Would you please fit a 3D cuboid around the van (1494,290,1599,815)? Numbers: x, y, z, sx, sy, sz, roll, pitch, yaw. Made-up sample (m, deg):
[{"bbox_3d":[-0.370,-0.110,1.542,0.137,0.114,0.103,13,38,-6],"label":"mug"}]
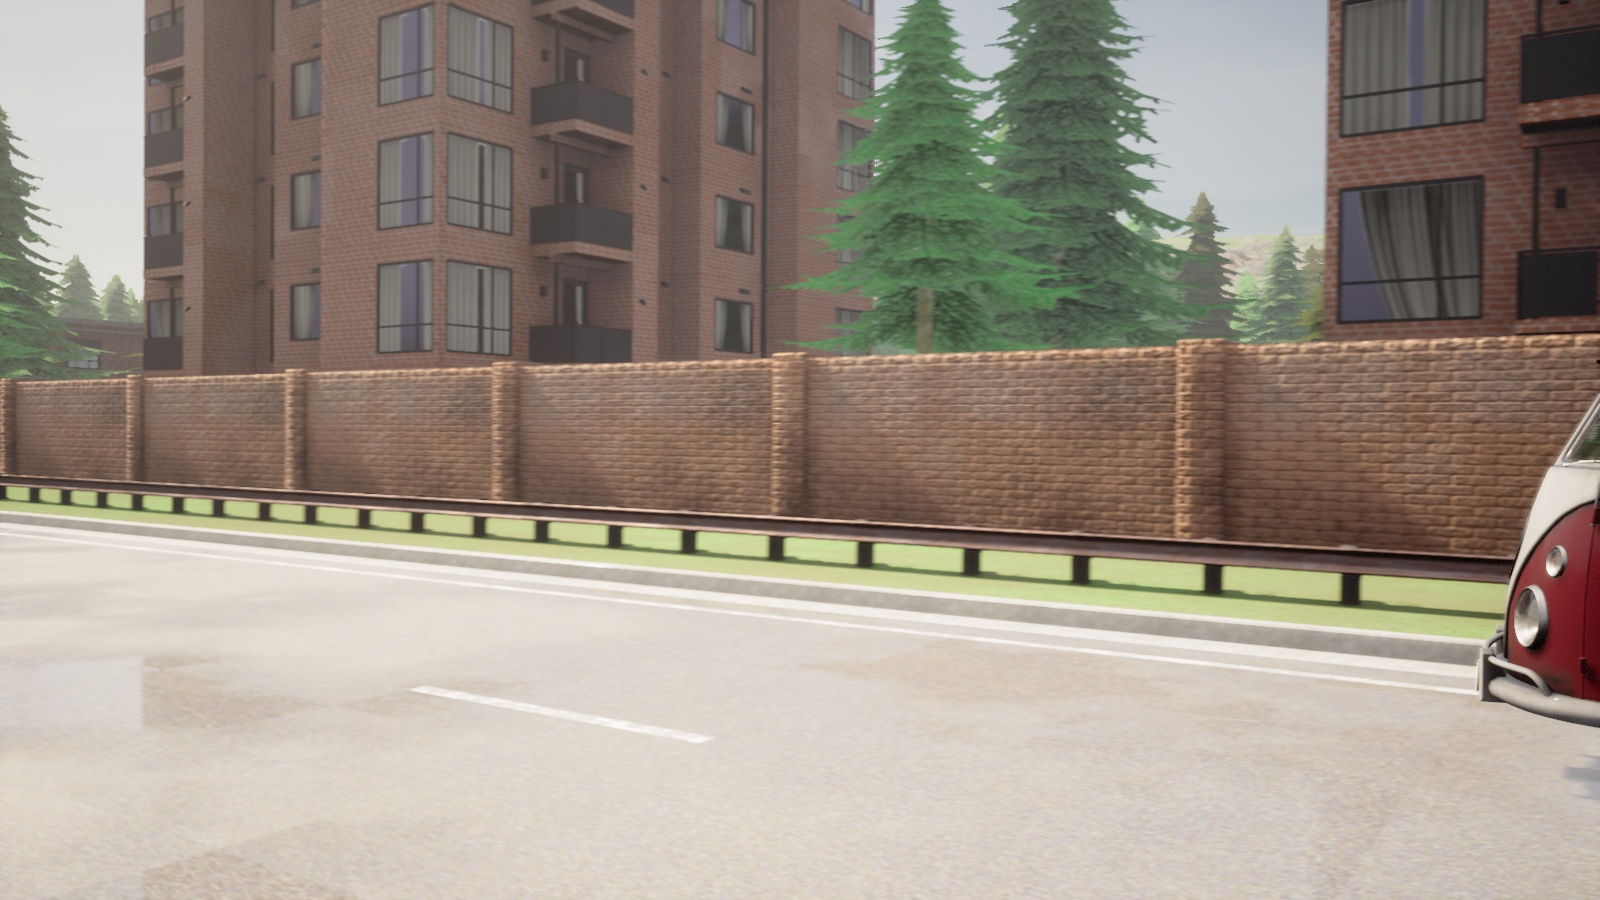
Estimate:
[{"bbox_3d":[5.072,0.377,4.451,4.442,1.987,1.775,0,1,34],"label":"van"}]
